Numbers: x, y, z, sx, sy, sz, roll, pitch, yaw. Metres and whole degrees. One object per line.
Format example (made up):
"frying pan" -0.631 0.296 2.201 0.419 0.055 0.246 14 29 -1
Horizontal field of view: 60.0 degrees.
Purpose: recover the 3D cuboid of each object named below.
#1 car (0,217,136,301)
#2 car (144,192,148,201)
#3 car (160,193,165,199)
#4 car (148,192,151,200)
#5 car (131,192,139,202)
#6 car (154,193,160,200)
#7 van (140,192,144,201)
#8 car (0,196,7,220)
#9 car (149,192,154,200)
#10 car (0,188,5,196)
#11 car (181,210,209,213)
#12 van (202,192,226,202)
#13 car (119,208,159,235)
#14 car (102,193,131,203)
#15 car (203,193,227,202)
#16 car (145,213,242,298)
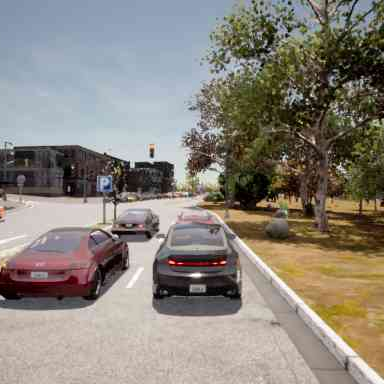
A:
"car" -2.903 1.574 8.434 1.994 1.385 4.181 0 0 1
"car" -13.027 1.322 74.759 4.892 1.521 2.231 -1 0 -14
"car" -11.020 1.065 89.745 5.566 2.045 2.435 -1 0 -12
"car" -12.655 1.360 77.755 4.674 1.452 2.002 -1 0 -13
"car" -13.812 1.316 65.796 5.366 1.575 1.946 -1 0 -15
"car" -11.470 1.358 86.739 4.674 1.452 2.002 -1 0 -12
"van" -13.255 1.093 71.788 4.442 1.987 1.878 -1 0 -14
"car" -16.632 1.404 24.997 4.553 1.767 2.185 -1 0 -19
"car" -12.284 1.359 80.756 4.674 1.452 2.002 -1 0 -13
"car" -31.175 0.137 53.669 2.002 1.452 4.674 6 -3 -19
"car" 0.155 1.625 17.749 1.895 1.301 4.718 0 0 0
"van" 4.270 1.043 65.402 4.442 1.987 1.878 1 0 -14
"car" -2.848 1.572 17.654 2.033 1.411 5.357 0 0 1
"car" -14.457 1.359 62.804 4.792 1.488 2.163 -1 0 -15
"car" 4.653 1.142 68.372 4.553 1.767 2.185 1 0 -14
"car" 0.107 1.515 8.481 1.837 1.490 4.892 0 0 0
